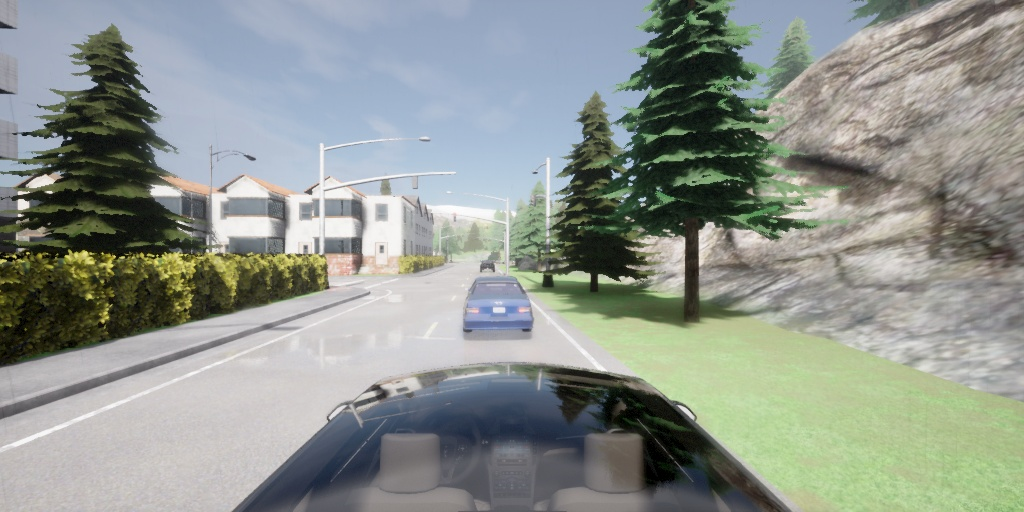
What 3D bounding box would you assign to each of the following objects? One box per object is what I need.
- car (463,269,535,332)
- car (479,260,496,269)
[{"bbox_3d":[-0.478,1.297,10.802,2.033,1.411,5.357,0,0,-4],"label":"car"},{"bbox_3d":[-3.107,1.255,45.292,1.837,1.490,4.892,0,0,-4],"label":"car"}]
